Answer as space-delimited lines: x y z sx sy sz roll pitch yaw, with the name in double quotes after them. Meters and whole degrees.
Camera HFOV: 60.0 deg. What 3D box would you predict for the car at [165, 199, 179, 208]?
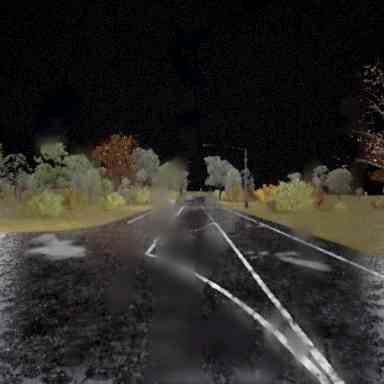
-3.393 1.978 56.565 1.812 1.442 4.674 0 0 0 "car"
